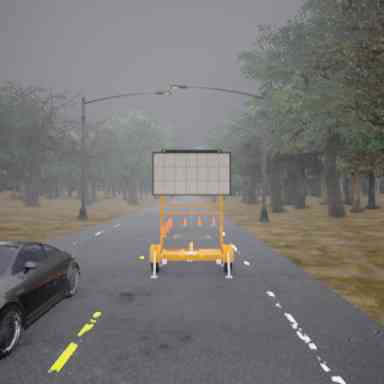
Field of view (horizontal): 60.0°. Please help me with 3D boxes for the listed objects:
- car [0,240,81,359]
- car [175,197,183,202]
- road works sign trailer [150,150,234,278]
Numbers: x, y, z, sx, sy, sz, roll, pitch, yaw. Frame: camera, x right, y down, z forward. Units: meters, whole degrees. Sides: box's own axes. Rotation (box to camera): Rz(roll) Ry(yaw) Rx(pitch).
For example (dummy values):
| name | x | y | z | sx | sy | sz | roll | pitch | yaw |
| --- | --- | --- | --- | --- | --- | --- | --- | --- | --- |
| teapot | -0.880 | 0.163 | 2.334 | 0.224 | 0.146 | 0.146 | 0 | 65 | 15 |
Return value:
| name | x | y | z | sx | sy | sz | roll | pitch | yaw |
| --- | --- | --- | --- | --- | --- | --- | --- | --- | --- |
| car | -3.498 | 1.589 | 5.832 | 1.994 | 1.385 | 4.181 | 0 | 0 | 0 |
| car | -3.458 | 2.000 | 90.344 | 2.033 | 1.411 | 5.357 | 0 | 0 | 0 |
| road works sign trailer | -0.011 | 0.509 | 10.274 | 2.380 | 3.560 | 2.880 | 0 | 0 | 0 |
